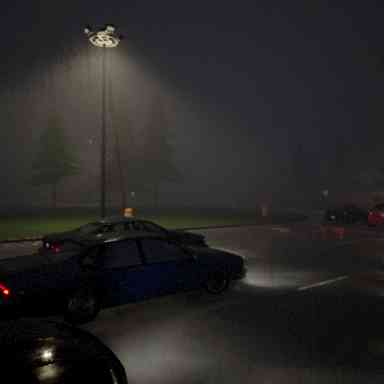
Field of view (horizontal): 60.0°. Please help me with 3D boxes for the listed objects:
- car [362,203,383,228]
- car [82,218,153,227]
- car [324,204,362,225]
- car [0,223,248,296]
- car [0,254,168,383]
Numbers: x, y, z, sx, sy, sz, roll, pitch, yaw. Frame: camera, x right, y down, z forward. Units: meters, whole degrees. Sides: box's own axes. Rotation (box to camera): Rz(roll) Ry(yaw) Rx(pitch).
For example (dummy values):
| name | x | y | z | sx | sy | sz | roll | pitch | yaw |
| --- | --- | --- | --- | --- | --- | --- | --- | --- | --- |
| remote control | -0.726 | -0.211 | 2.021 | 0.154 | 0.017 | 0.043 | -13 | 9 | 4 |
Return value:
| name | x | y | z | sx | sy | sz | roll | pitch | yaw |
| --- | --- | --- | --- | --- | --- | --- | --- | --- | --- |
| car | 13.719 | 1.494 | 22.125 | 4.553 | 1.767 | 2.097 | 0 | 0 | -35 |
| car | -2.052 | 1.575 | 10.878 | 5.357 | 1.411 | 2.033 | 0 | 0 | -36 |
| car | 11.974 | 1.673 | 25.759 | 4.674 | 1.442 | 1.812 | 0 | 0 | -42 |
| car | -1.289 | 1.565 | 7.125 | 5.357 | 1.411 | 2.033 | 0 | 0 | -35 |
| car | -2.724 | 1.498 | 1.804 | 4.892 | 1.490 | 1.837 | 0 | 0 | -35 |
